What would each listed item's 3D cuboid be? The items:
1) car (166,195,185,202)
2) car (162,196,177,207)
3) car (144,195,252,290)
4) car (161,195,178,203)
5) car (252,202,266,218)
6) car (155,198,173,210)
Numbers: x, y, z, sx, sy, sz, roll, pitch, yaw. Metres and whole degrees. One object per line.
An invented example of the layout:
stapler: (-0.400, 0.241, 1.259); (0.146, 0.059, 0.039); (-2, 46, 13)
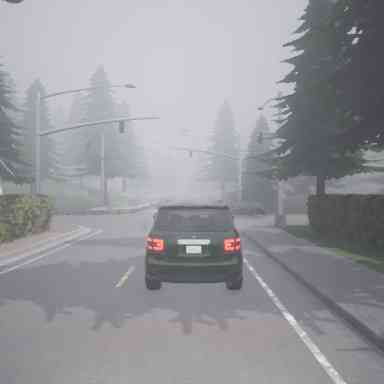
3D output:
car: (-3.820, 1.478, 74.421); (1.882, 1.535, 5.008); (0, 0, -35)
car: (-3.660, 1.491, 53.986); (2.128, 1.511, 4.902); (0, 0, 0)
car: (0.052, 1.221, 9.208); (2.150, 2.045, 5.566); (0, 0, 0)
car: (-4.716, 1.492, 68.534); (2.128, 1.511, 4.902); (0, 0, -20)
car: (4.251, 1.512, 29.809); (4.674, 1.442, 1.812); (0, 0, 10)
car: (-3.644, 1.563, 43.611); (1.994, 1.385, 4.181); (0, 0, 0)
